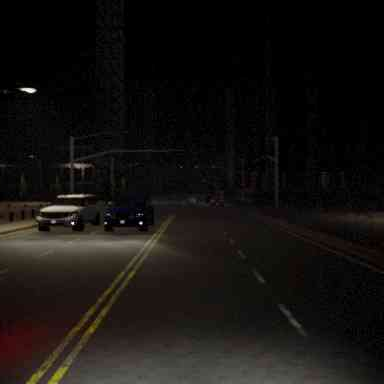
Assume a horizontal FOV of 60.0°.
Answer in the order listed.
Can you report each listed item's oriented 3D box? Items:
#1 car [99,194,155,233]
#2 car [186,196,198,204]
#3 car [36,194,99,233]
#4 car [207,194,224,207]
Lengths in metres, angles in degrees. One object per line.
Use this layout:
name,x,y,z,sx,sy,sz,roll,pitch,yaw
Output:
car,-3.516,1.161,19.638,2.150,2.045,5.566,0,0,0
car,0.000,1.334,57.355,1.812,1.442,4.674,0,0,0
car,-7.016,1.161,19.640,2.150,2.045,5.566,0,0,0
car,3.492,1.337,47.350,1.812,1.442,4.674,0,0,0
